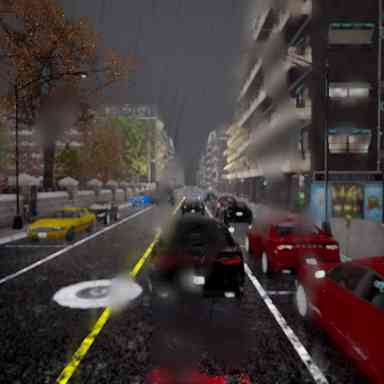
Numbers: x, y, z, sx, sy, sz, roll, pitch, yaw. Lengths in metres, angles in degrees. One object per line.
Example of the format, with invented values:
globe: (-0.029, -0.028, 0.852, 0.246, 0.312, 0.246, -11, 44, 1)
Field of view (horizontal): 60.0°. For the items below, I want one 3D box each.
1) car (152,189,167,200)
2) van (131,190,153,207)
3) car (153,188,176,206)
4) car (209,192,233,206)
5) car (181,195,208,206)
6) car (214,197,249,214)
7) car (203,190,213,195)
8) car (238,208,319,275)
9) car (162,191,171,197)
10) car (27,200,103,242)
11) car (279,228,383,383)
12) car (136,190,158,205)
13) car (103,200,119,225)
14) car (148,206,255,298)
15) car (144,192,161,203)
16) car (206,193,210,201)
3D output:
car: (-5.749, 0.374, 59.520, 2.192, 1.841, 5.009, 0, 1, 0)
van: (-5.730, 0.746, 37.381, 1.690, 1.788, 3.998, 0, 1, 0)
car: (-3.081, 0.589, 39.831, 2.150, 2.045, 5.566, 0, 1, 0)
car: (2.661, 1.019, 26.322, 1.967, 1.590, 4.097, 0, 1, 0)
car: (0.074, 1.154, 27.936, 1.895, 1.301, 4.718, 0, 1, 0)
car: (2.667, 1.232, 20.791, 1.947, 1.339, 4.313, 0, 1, 0)
car: (2.642, 0.797, 48.462, 1.947, 1.339, 4.313, 0, 1, 0)
car: (2.677, 1.386, 9.721, 1.887, 1.381, 4.507, 0, 1, 0)
car: (-5.763, 0.383, 76.127, 1.802, 1.307, 4.206, 0, 1, 0)
car: (-5.708, 1.282, 15.077, 1.752, 1.417, 4.829, 0, 1, 0)
car: (2.682, 1.475, 4.186, 1.887, 1.381, 4.507, 0, 1, 0)
car: (-5.735, 0.633, 42.916, 2.192, 1.841, 5.009, 0, 1, 0)
car: (-5.713, 1.217, 20.782, 2.008, 1.369, 4.403, 0, 1, 0)
car: (0.089, 1.343, 8.238, 1.882, 1.535, 5.008, 0, 1, 0)
car: (-5.738, 0.782, 48.454, 2.008, 1.369, 4.403, 0, 1, 0)
car: (2.657, 1.057, 31.859, 1.947, 1.339, 4.313, 0, 1, 0)
